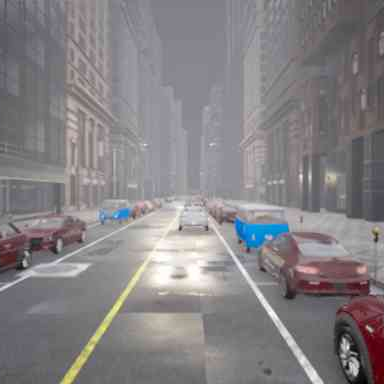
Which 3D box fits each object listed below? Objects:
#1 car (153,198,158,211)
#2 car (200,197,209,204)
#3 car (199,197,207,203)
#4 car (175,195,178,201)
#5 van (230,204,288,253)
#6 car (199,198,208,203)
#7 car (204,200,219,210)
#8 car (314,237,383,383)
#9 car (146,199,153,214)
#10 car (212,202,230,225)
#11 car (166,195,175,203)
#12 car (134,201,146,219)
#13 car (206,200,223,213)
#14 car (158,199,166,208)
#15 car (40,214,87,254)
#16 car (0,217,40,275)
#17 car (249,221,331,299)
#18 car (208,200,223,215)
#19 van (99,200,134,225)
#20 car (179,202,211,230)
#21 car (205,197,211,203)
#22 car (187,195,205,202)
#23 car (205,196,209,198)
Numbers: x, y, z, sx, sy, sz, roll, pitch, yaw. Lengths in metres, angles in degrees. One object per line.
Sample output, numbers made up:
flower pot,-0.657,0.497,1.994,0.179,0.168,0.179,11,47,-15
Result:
car,-5.763,1.771,41.712,1.752,1.417,4.829,0,0,0
car,2.764,1.886,75.500,1.967,1.590,4.097,0,0,0
car,2.765,2.065,86.702,2.008,1.369,4.403,0,0,0
car,-5.760,2.099,92.300,2.008,1.369,4.403,0,0,0
van,2.760,1.423,13.881,1.690,1.788,3.998,0,0,0
car,2.765,2.046,81.100,1.947,1.339,4.313,0,0,0
car,2.763,1.861,47.491,1.802,1.307,4.206,0,0,0
car,2.759,1.456,2.677,1.967,1.590,4.097,0,0,0
car,-5.763,1.759,36.279,1.887,1.381,4.507,0,0,0
car,2.761,1.692,25.083,1.887,1.381,4.507,0,0,0
car,-5.760,2.026,81.096,1.887,1.381,4.507,0,0,0
car,-5.764,1.726,30.678,1.887,1.381,4.507,0,0,0
car,2.762,1.773,42.059,1.752,1.417,4.829,0,0,0
car,-5.763,1.753,53.087,1.967,1.590,4.097,0,0,0
car,-5.765,1.627,13.871,1.887,1.381,4.507,0,0,0
car,-5.766,1.490,8.270,1.967,1.590,4.097,0,0,0
car,2.760,1.631,8.279,1.802,1.307,4.206,0,0,0
car,2.761,1.725,30.686,1.887,1.381,4.507,0,0,0
van,-5.765,1.489,25.077,1.690,1.788,3.998,0,0,0
car,0.102,1.656,22.164,1.812,1.442,4.674,0,0,0
car,2.761,1.653,36.288,1.967,1.590,4.097,0,0,0
car,0.100,1.584,39.565,2.097,1.767,4.553,0,0,0
car,2.763,1.890,58.694,1.887,1.381,4.507,0,0,0
